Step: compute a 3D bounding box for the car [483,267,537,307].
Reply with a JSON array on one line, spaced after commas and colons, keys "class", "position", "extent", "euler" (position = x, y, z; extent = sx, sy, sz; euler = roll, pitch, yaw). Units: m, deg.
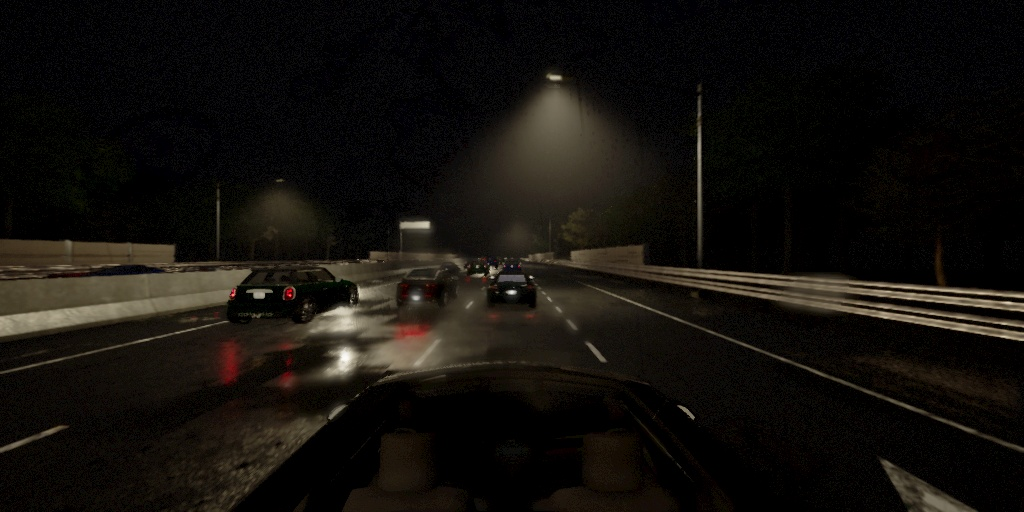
[{"class": "car", "position": [0.003, 1.333, 15.456], "extent": [1.994, 1.385, 4.181], "euler": [0, 0, 0]}]

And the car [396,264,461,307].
[{"class": "car", "position": [-3.497, 1.275, 15.490], "extent": [1.837, 1.490, 4.892], "euler": [0, 0, 0]}]

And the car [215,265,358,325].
[{"class": "car", "position": [-6.998, 1.116, 12.060], "extent": [2.097, 1.767, 4.553], "euler": [0, 0, 0]}]

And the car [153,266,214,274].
[{"class": "car", "position": [-21.087, 1.347, 24.315], "extent": [1.994, 1.385, 4.181], "euler": [0, 0, 0]}]

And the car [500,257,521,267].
[{"class": "car", "position": [0.003, 1.162, 40.892], "extent": [2.097, 1.767, 4.553], "euler": [0, 0, 0]}]

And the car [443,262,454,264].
[{"class": "car", "position": [-6.998, 1.373, 40.142], "extent": [1.994, 1.385, 4.181], "euler": [0, 0, 0]}]

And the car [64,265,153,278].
[{"class": "car", "position": [-24.590, 1.307, 22.860], "extent": [1.812, 1.442, 4.674], "euler": [0, 0, 0]}]

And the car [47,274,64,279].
[{"class": "car", "position": [-28.089, 1.385, 24.467], "extent": [1.895, 1.301, 4.718], "euler": [0, 0, 0]}]

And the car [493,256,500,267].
[{"class": "car", "position": [-3.494, 1.074, 62.275], "extent": [2.150, 2.045, 5.566], "euler": [0, 0, 0]}]

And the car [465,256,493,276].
[{"class": "car", "position": [-3.499, 1.158, 38.369], "extent": [2.097, 1.767, 4.553], "euler": [0, 0, 0]}]
